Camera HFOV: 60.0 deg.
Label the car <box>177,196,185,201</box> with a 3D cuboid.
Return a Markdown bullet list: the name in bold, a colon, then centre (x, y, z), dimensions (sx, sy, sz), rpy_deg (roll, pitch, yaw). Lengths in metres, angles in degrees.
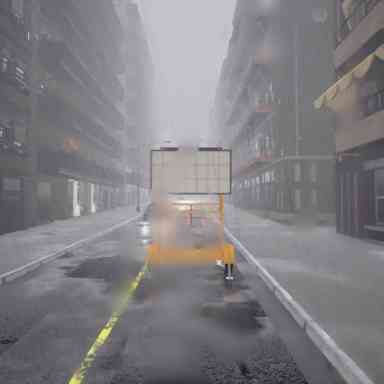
- **car**: centre (-2.938, 1.662, 88.280), dimensions (1.895, 1.301, 4.718), rpy_deg (0, 0, 0)

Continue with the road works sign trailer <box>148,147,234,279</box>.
- **road works sign trailer**: centre (-0.029, 0.470, 10.000), dimensions (2.380, 3.560, 2.880), rpy_deg (0, 0, 0)

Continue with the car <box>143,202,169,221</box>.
- **car**: centre (-2.909, 1.541, 27.753), dimensions (1.812, 1.442, 4.674), rpy_deg (0, 0, 0)
